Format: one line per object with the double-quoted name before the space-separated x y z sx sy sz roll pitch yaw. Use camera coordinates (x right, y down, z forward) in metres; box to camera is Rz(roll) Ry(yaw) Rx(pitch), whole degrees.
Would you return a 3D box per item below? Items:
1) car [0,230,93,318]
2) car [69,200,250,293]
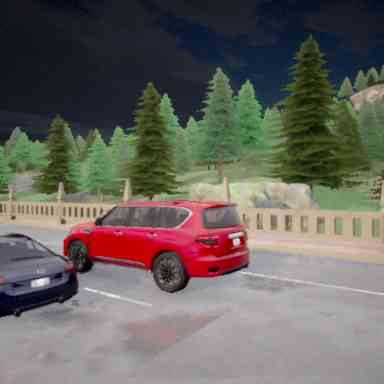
"car" -4.327 1.580 7.079 4.181 1.385 1.994 0 0 35
"car" -1.168 1.235 9.124 5.566 2.045 2.150 0 0 35
